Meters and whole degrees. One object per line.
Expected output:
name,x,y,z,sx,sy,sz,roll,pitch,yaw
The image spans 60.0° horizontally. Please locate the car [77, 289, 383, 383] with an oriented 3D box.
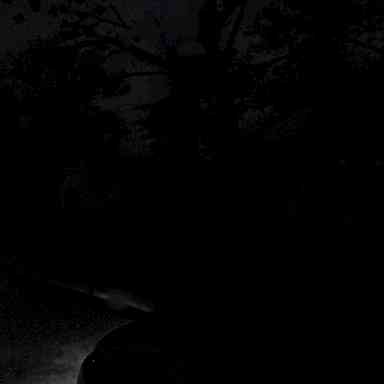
car,0.958,1.564,2.695,4.181,1.385,1.994,0,0,35
